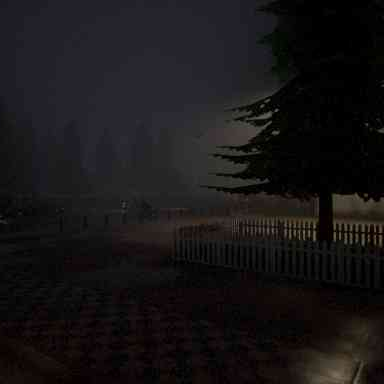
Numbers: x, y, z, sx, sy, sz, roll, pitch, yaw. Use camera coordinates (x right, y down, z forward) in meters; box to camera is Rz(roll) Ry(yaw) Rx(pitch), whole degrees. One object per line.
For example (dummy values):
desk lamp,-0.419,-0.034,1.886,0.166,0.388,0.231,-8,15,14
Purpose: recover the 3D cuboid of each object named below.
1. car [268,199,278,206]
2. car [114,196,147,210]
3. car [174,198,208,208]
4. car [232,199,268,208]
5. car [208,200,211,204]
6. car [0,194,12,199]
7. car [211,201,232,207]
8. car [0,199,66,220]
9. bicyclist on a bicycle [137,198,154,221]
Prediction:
car,14.267,1.547,55.774,2.033,1.411,5.357,0,0,36
car,-7.938,1.353,43.040,2.097,1.767,4.553,0,0,35
car,-0.329,1.548,47.642,2.033,1.411,5.357,0,0,36
car,8.356,1.221,47.473,2.150,2.045,5.566,0,0,36
car,1.801,1.330,56.541,1.812,1.442,4.674,0,0,35
car,-18.225,1.221,28.616,2.150,2.045,5.566,0,0,35
car,5.088,1.564,48.990,1.994,1.385,4.181,0,0,35
car,-13.737,1.547,28.882,2.033,1.411,5.357,0,0,35
bicyclist on a bicycle,-3.433,1.302,24.414,1.656,1.620,0.582,0,0,35
